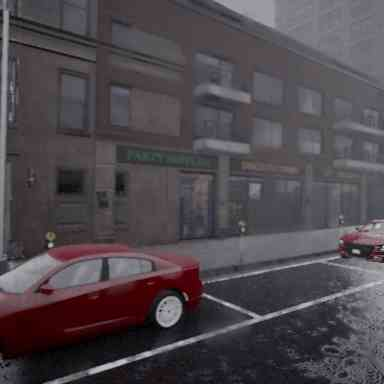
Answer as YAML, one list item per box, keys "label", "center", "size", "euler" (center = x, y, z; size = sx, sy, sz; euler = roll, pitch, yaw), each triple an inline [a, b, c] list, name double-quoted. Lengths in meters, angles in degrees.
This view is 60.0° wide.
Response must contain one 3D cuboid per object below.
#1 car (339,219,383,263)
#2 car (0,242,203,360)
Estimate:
- label: "car"
  center: [7.004, 1.652, 11.788]
  size: [4.507, 1.381, 1.887]
  euler: [1, 0, -36]
- label: "car"
  center: [-1.901, 1.563, 5.392]
  size: [4.507, 1.381, 1.887]
  euler: [1, 0, -36]
